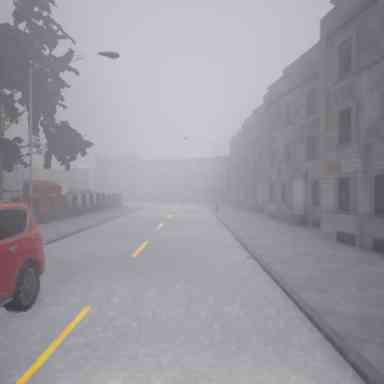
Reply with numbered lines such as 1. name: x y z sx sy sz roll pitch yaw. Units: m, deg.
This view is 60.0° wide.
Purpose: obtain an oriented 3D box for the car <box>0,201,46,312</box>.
1. car: -4.105 1.199 4.705 2.150 2.045 5.566 0 0 0
